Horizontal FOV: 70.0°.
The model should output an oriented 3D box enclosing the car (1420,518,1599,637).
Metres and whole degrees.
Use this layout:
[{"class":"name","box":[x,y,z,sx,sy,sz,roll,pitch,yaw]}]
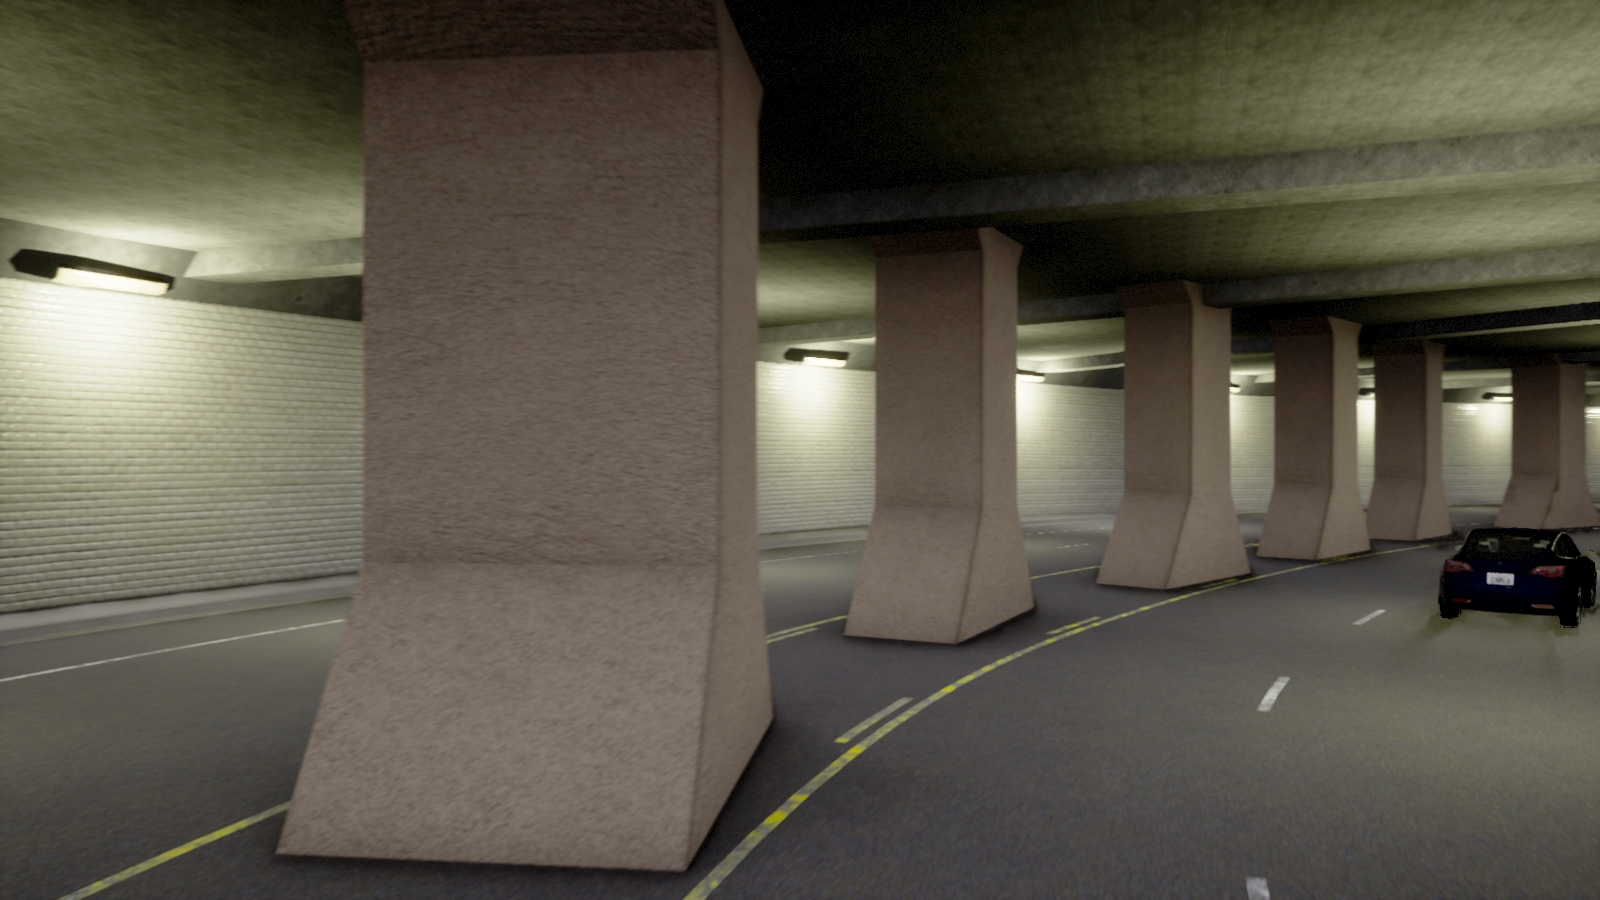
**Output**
[{"class":"car","box":[12.443,2.077,19.809,2.163,1.488,4.792,0,0,38]}]
